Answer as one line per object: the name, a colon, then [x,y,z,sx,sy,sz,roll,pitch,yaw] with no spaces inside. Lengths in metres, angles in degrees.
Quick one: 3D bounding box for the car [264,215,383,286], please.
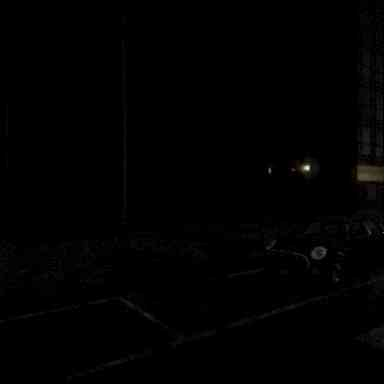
car: [3.911,1.433,9.335,4.097,1.590,1.967,0,0,-36]
